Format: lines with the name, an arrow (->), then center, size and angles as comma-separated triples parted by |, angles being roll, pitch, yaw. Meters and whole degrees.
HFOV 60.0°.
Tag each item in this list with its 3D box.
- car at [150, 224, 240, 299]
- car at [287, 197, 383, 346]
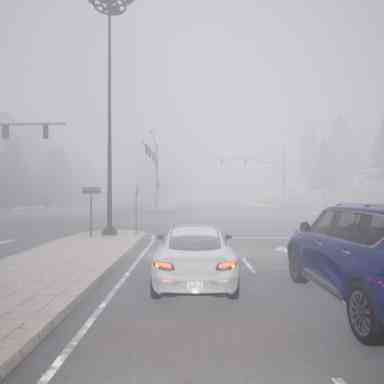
car -> 0.062, 1.524, 8.300 | 1.812, 1.442, 4.674 | 0, 0, 0
car -> 3.553, 1.220, 6.454 | 2.150, 2.045, 5.566 | 0, 0, 1
